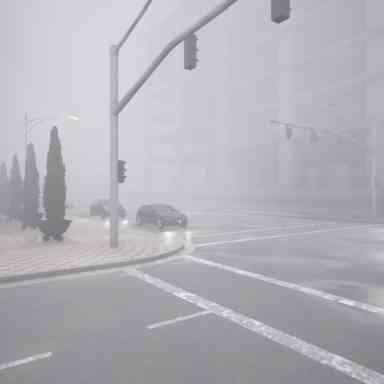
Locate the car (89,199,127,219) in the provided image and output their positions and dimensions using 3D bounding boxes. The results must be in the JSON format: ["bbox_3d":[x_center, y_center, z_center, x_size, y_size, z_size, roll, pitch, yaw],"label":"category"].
[{"bbox_3d":[-7.669,1.408,30.221,2.097,1.767,4.553,0,0,-35],"label":"car"}]

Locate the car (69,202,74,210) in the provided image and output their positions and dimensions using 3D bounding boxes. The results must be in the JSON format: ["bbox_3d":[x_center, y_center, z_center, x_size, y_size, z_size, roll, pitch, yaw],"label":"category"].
[{"bbox_3d":[-17.102,1.603,43.756,2.033,1.411,5.357,0,0,-35],"label":"car"}]

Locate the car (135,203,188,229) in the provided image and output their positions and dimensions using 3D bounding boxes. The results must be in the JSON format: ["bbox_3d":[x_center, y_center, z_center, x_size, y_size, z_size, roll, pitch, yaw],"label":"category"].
[{"bbox_3d":[-2.132,1.560,22.296,1.837,1.490,4.892,0,0,-35],"label":"car"}]
